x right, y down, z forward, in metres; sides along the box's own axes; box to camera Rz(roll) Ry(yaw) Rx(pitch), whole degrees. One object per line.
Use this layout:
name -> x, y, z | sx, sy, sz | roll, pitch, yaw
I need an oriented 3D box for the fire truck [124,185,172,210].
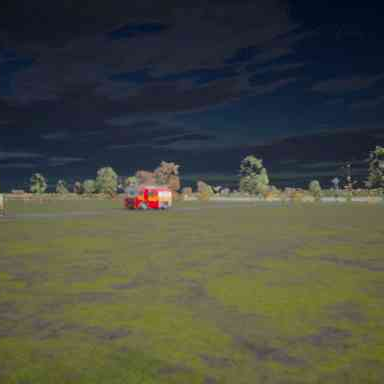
fire truck -> -6.838, 0.891, 52.924 | 2.891, 3.827, 8.468 | -1, -1, 35
